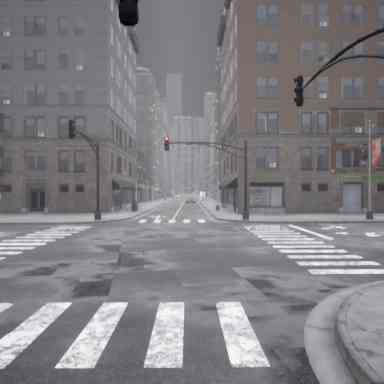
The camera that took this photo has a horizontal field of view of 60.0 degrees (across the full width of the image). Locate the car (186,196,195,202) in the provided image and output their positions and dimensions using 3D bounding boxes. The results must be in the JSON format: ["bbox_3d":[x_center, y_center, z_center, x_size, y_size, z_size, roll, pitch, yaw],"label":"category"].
[{"bbox_3d":[-0.339,1.467,73.638,1.895,1.301,4.718,0,0,0],"label":"car"}]

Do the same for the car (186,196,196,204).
[{"bbox_3d":[-0.275,1.634,63.634,1.895,1.301,4.718,0,0,0],"label":"car"}]
